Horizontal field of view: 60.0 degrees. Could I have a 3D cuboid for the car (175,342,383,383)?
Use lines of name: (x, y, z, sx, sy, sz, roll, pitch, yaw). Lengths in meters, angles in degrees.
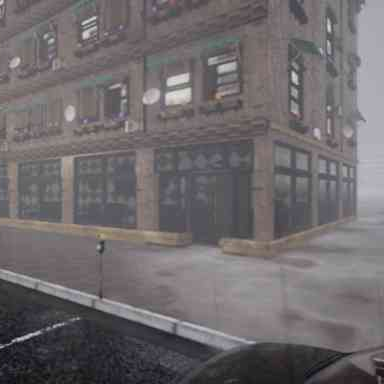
car: (1.732, 1.553, 1.641, 4.403, 1.369, 2.008, 0, 0, 35)
